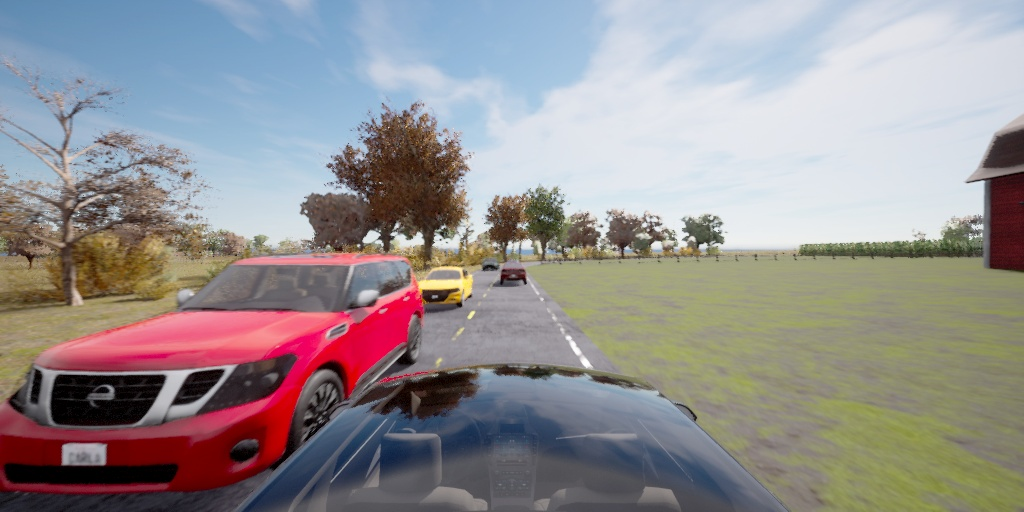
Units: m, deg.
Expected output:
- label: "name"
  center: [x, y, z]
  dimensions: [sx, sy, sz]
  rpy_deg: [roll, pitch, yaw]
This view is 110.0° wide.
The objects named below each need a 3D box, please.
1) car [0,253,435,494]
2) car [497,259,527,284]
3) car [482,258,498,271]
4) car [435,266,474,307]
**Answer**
- label: "car"
  center: [-2.843, 0.970, 5.150]
  dimensions: [2.150, 2.045, 5.566]
  rpy_deg: [0, 0, 0]
- label: "car"
  center: [0.103, 1.209, 26.983]
  dimensions: [1.882, 1.535, 5.008]
  rpy_deg: [0, 0, 0]
- label: "car"
  center: [-2.781, 1.031, 47.317]
  dimensions: [2.097, 1.767, 4.553]
  rpy_deg: [0, 0, 1]
- label: "car"
  center: [-2.803, 1.221, 15.650]
  dimensions: [1.882, 1.535, 5.008]
  rpy_deg: [0, 0, 0]
